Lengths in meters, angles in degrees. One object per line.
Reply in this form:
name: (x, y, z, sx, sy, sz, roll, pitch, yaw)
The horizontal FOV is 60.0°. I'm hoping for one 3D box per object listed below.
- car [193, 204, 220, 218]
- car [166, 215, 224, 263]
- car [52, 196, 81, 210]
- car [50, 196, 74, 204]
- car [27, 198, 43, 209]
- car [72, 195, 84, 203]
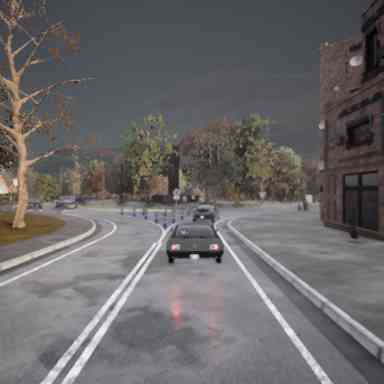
car: (1.370, 1.839, 29.994, 1.837, 1.490, 4.892, 0, 0, 12)
car: (0.094, 1.791, 12.721, 1.895, 1.301, 4.718, 0, -1, 0)
car: (-18.184, 1.759, 47.810, 1.812, 1.442, 4.674, -1, 1, -43)
car: (-26.005, 1.607, 66.797, 2.128, 1.511, 4.902, 0, 0, 11)
car: (-23.192, 1.726, 48.983, 1.837, 1.490, 4.892, -1, 2, -31)
car: (-23.104, 1.452, 64.993, 2.097, 1.767, 4.553, 0, 0, 11)
